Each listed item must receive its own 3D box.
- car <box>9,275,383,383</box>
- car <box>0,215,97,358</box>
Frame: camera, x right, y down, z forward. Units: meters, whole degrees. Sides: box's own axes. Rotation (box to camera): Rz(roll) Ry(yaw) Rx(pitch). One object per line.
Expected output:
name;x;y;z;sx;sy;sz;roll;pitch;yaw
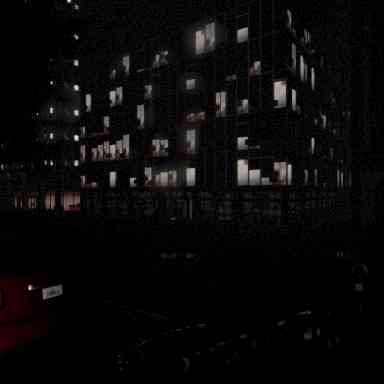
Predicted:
car;0.832;1.566;2.284;4.313;1.339;1.947;0;0;36
car;-3.663;1.315;5.493;5.009;1.841;2.192;0;0;36
